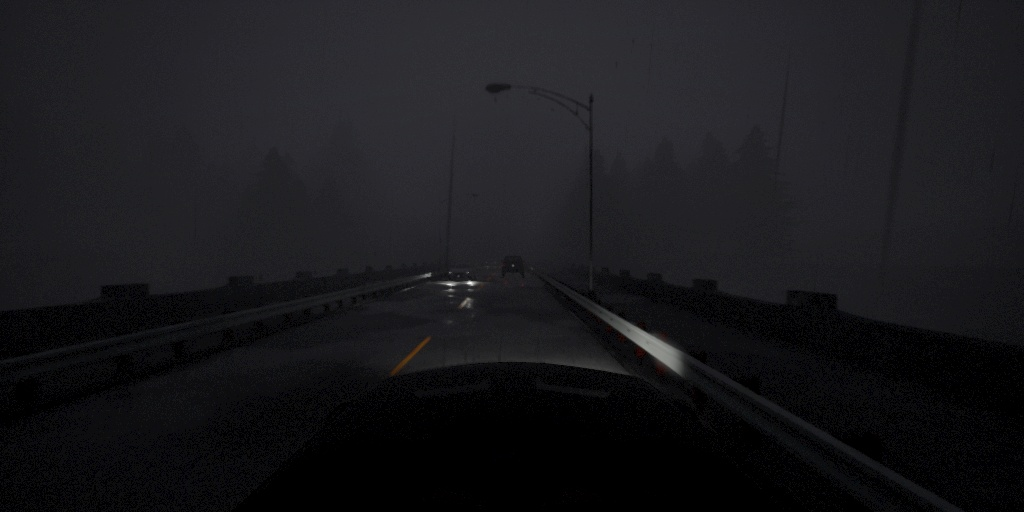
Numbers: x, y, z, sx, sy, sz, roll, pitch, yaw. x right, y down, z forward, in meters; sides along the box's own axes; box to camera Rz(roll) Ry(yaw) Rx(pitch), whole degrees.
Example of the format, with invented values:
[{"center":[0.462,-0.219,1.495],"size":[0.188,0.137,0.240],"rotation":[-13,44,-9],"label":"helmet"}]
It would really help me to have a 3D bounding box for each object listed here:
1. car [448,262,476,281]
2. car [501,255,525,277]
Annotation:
[{"center":[-4.093,1.265,29.784],"size":[1.812,1.442,4.674],"rotation":[0,0,0],"label":"car"},{"center":[0.097,0.960,34.761],"size":[2.150,2.045,5.566],"rotation":[0,0,0],"label":"car"}]
